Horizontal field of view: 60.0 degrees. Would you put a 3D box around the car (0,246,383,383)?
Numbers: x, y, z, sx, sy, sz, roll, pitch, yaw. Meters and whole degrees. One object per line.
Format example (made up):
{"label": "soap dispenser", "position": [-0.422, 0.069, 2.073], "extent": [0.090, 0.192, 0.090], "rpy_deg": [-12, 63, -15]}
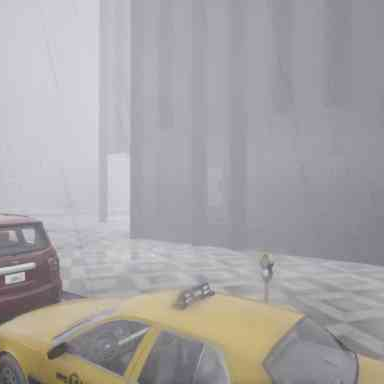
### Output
{"label": "car", "position": [-0.191, 1.525, 3.099], "extent": [4.829, 1.417, 1.752], "rpy_deg": [0, 0, 36]}

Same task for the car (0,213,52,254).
{"label": "car", "position": [-4.466, 1.314, 6.155], "extent": [5.009, 1.841, 2.192], "rpy_deg": [0, 0, 36]}
